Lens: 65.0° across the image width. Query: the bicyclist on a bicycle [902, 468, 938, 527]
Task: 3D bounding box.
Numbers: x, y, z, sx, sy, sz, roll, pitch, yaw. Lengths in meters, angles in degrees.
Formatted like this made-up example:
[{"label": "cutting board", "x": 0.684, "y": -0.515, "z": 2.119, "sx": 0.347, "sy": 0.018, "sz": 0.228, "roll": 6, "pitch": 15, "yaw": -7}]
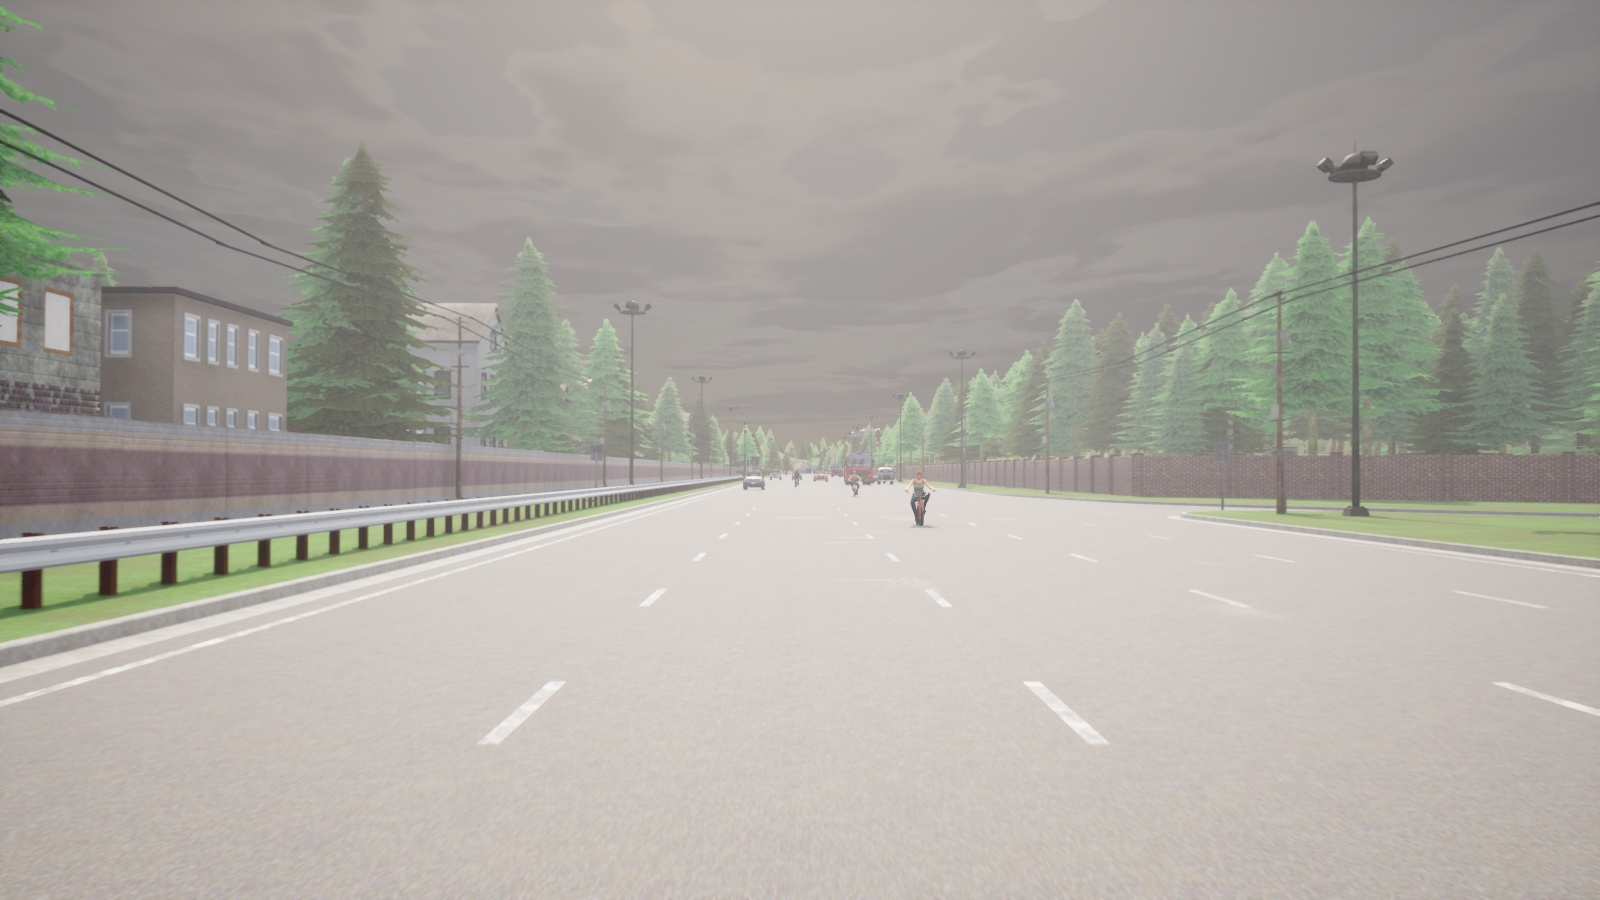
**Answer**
[{"label": "bicyclist on a bicycle", "x": 3.410, "y": 1.335, "z": 35.684, "sx": 0.866, "sy": 1.612, "sz": 1.509, "roll": 0, "pitch": -1, "yaw": 0}]
